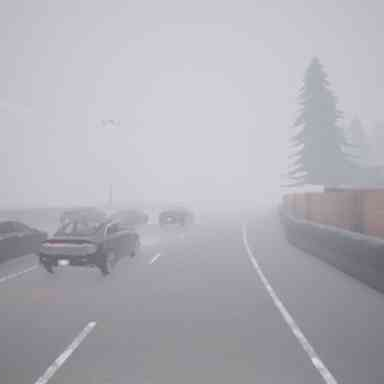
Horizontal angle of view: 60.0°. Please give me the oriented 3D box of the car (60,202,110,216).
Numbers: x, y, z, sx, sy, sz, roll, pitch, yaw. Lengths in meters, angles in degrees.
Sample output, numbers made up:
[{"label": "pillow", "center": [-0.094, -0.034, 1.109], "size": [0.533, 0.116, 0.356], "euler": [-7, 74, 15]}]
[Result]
[{"label": "car", "center": [-8.269, 1.821, 25.687], "size": [1.837, 1.490, 4.892], "euler": [0, 0, 10]}]

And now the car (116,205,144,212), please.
[{"label": "car", "center": [-4.750, 1.879, 25.458], "size": [1.994, 1.385, 4.181], "euler": [0, -1, 11]}]

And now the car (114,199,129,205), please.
[{"label": "car", "center": [-13.324, 2.376, 69.174], "size": [2.128, 1.511, 4.902], "euler": [0, -1, 22]}]

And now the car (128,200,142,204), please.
[{"label": "car", "center": [-10.268, 2.427, 67.455], "size": [1.895, 1.301, 4.718], "euler": [0, -1, 22]}]

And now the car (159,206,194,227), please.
[{"label": "car", "center": [-1.115, 1.799, 25.836], "size": [1.882, 1.535, 5.008], "euler": [0, 0, 11]}]

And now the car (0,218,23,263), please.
[{"label": "car", "center": [-6.574, 1.642, 11.138], "size": [1.837, 1.490, 4.892], "euler": [0, 0, 5]}]

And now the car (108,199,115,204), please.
[{"label": "car", "center": [-16.391, 2.226, 70.911], "size": [2.097, 1.767, 4.553], "euler": [0, -1, 22]}]

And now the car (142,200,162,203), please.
[{"label": "car", "center": [-7.185, 2.357, 65.815], "size": [2.033, 1.411, 5.357], "euler": [0, -1, 24]}]

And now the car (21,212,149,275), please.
[{"label": "car", "center": [-3.079, 1.627, 10.942], "size": [2.128, 1.511, 4.902], "euler": [0, -1, 5]}]
